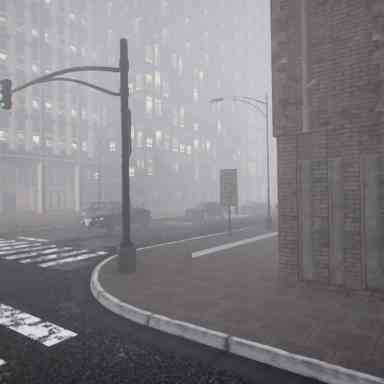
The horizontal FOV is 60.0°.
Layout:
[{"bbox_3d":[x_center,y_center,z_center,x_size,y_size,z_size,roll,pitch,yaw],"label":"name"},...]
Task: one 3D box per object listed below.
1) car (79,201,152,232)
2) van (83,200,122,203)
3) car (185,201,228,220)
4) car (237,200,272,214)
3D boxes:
[{"bbox_3d":[-4.609,1.558,20.959,2.128,1.511,4.902,-1,-1,34],"label":"car"},{"bbox_3d":[-5.985,1.460,23.474,1.690,1.788,3.998,-2,-1,36],"label":"van"},{"bbox_3d":[1.319,1.563,29.206,1.882,1.535,5.008,-1,-1,36],"label":"car"},{"bbox_3d":[7.273,1.707,37.494,1.895,1.301,4.718,-1,-1,36],"label":"car"}]
